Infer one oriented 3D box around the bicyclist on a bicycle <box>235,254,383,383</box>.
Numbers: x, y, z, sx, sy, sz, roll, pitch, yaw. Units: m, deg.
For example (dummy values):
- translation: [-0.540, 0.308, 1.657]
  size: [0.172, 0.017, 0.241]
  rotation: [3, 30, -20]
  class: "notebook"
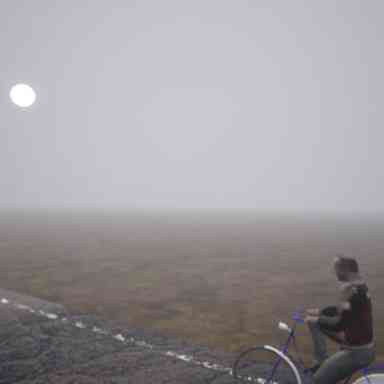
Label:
- translation: [1.249, 1.463, 3.189]
  size: [1.843, 1.776, 0.659]
  rotation: [0, -1, 31]
  class: "bicyclist on a bicycle"
